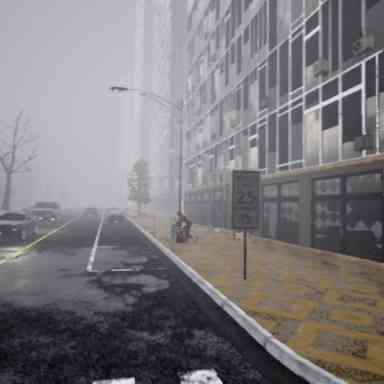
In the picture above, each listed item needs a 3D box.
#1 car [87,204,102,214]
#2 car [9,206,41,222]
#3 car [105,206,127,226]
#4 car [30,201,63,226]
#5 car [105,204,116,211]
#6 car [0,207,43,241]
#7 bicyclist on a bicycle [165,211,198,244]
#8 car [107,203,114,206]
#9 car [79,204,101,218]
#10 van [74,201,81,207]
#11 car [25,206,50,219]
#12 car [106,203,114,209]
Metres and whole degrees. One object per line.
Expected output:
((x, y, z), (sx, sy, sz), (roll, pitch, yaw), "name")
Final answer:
((-15.957, 2.746, 54.744), (2.128, 1.511, 4.902), (2, -2, -14), "car")
((-16.484, 2.163, 33.099), (1.887, 1.381, 4.507), (3, -2, -14), "car")
((-6.793, 2.274, 29.677), (2.008, 1.369, 4.403), (3, -2, -14), "car")
((-12.715, 1.803, 29.094), (2.150, 2.045, 5.566), (2, -2, -14), "car")
((-16.627, 3.188, 67.929), (1.947, 1.339, 4.313), (3, -2, -14), "car")
((-10.128, 1.819, 18.855), (1.882, 1.535, 5.008), (2, -2, -14), "car")
((-0.491, 1.773, 16.411), (1.656, 1.620, 0.582), (1, -2, -14), "bicyclist on a bicycle")
((-12.455, 2.780, 51.525), (1.887, 1.381, 4.507), (3, -2, -14), "car")
((-12.636, 2.453, 41.692), (1.837, 1.490, 4.892), (2, -1, -14), "car")
((-30.315, 3.253, 87.806), (1.690, 1.788, 3.998), (3, -2, -14), "van")
((-17.842, 2.330, 38.575), (1.802, 1.307, 4.206), (3, -2, -14), "car")
((-20.799, 3.576, 84.336), (1.947, 1.339, 4.313), (3, -2, -14), "car")
